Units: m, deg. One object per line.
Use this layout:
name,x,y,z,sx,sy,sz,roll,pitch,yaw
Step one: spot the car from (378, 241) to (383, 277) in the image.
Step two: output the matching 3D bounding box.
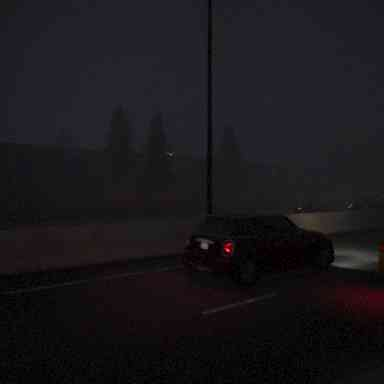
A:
car,6.763,1.492,8.567,5.008,1.535,1.882,0,0,-35

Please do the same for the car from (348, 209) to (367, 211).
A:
car,17.976,1.398,33.991,4.553,1.767,2.097,0,0,-35

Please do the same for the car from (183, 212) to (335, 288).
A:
car,2.043,1.362,9.500,4.553,1.767,2.097,0,0,-35

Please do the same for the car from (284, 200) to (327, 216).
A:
car,11.536,1.565,33.696,4.674,1.442,1.812,0,0,-35
